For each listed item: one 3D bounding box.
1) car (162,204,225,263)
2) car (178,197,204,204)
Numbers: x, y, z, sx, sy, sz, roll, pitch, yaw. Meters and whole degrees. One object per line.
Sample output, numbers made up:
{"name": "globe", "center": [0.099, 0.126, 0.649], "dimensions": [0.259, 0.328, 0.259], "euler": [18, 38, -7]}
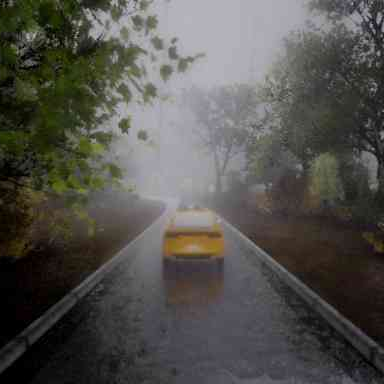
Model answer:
{"name": "car", "center": [0.052, 1.401, 11.728], "dimensions": [1.882, 1.535, 5.008], "euler": [0, 0, 0]}
{"name": "car", "center": [-0.111, 1.171, 27.419], "dimensions": [2.097, 1.767, 4.553], "euler": [0, 0, -1]}
